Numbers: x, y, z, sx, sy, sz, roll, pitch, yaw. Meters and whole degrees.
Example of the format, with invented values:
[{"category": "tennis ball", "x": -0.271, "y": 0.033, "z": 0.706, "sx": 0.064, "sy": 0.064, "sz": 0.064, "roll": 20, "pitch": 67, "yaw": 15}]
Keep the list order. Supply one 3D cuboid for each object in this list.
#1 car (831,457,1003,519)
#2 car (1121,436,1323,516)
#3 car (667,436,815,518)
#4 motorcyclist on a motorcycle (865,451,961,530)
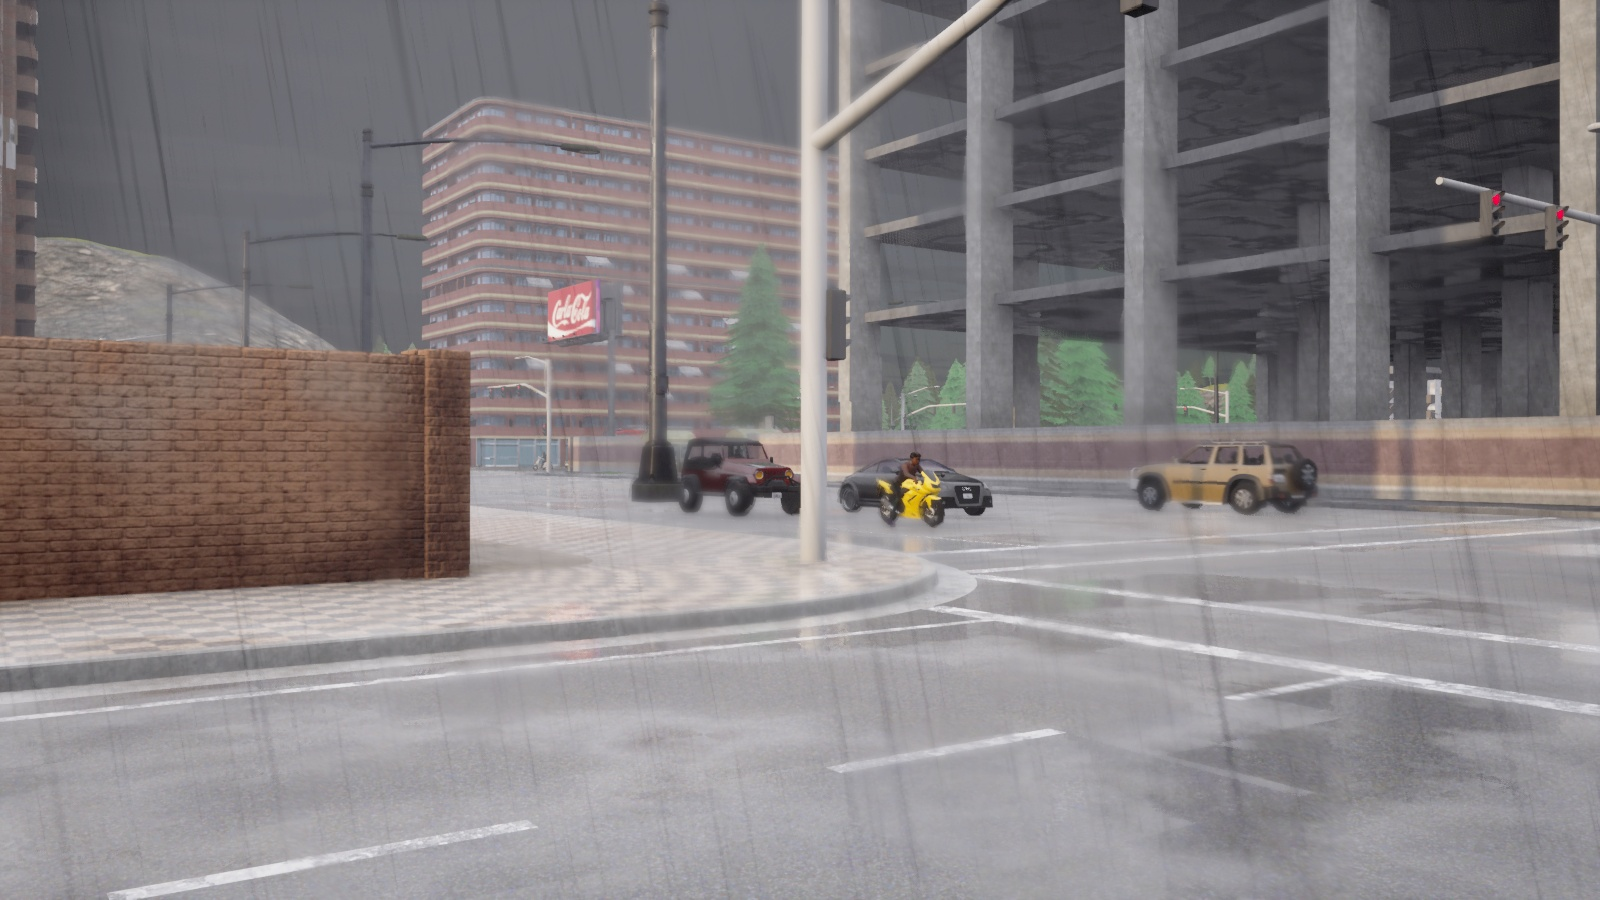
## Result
[{"category": "car", "x": 2.787, "y": 0.878, "z": 30.800, "sx": 1.994, "sy": 1.385, "sz": 4.181, "roll": 0, "pitch": 0, "yaw": -34}, {"category": "car", "x": 10.576, "y": 0.617, "z": 31.816, "sx": 1.932, "sy": 1.855, "sz": 4.605, "roll": 0, "pitch": 0, "yaw": -35}, {"category": "car", "x": -1.511, "y": 0.619, "z": 30.884, "sx": 1.905, "sy": 1.878, "sz": 3.866, "roll": 0, "pitch": 0, "yaw": -34}, {"category": "motorcyclist on a motorcycle", "x": 2.260, "y": 0.784, "z": 25.376, "sx": 0.797, "sy": 1.523, "sz": 2.044, "roll": 0, "pitch": 0, "yaw": -35}]
